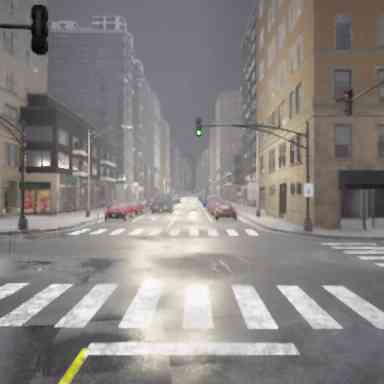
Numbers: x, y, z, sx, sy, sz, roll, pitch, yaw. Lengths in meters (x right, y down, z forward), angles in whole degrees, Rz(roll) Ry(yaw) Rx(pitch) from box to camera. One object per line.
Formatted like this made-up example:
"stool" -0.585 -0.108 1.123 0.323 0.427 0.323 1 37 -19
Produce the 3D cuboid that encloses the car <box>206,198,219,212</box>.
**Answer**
"car" 2.677 1.585 32.805 1.802 1.307 4.206 1 0 0

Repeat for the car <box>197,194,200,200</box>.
"car" 2.680 1.583 72.519 1.947 1.339 4.313 1 0 0

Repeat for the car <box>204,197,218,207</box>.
"car" 2.678 1.586 38.479 1.802 1.307 4.206 1 0 0

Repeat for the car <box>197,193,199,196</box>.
"car" 2.680 1.545 78.362 1.752 1.417 4.829 1 0 0

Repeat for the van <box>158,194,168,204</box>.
"van" -5.844 1.354 66.852 1.690 1.788 3.998 1 0 0

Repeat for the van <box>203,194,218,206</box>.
"van" 2.680 1.346 44.153 1.690 1.788 3.998 1 0 0

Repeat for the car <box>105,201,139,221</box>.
"car" -5.848 1.546 27.142 1.887 1.381 4.507 1 0 0

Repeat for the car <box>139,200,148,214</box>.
"car" -5.848 1.547 32.815 1.887 1.381 4.507 1 0 0

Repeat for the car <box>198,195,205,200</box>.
"car" 2.682 1.551 95.383 1.752 1.417 4.829 1 0 0

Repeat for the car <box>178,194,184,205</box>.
"car" -2.996 1.555 61.219 2.033 1.411 5.357 0 0 0

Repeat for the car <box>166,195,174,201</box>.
"car" -5.845 1.589 89.544 1.947 1.339 4.313 1 0 0

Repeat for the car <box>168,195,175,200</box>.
"car" -5.844 1.570 95.216 1.887 1.381 4.507 1 0 0

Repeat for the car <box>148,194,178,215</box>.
"car" -2.998 1.330 34.860 2.150 2.045 5.566 0 2 0

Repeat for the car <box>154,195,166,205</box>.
"car" -5.845 1.451 61.179 1.967 1.590 4.097 1 0 0

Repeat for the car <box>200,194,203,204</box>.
"car" 2.681 1.322 49.826 2.192 1.841 5.009 1 0 0

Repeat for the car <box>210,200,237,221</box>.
"car" 2.677 1.584 27.132 1.802 1.307 4.206 1 0 0

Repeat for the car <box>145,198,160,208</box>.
"car" -5.847 1.588 49.833 1.802 1.307 4.206 1 0 0

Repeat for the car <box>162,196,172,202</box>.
"car" -5.845 1.569 78.197 2.008 1.369 4.403 1 0 0
